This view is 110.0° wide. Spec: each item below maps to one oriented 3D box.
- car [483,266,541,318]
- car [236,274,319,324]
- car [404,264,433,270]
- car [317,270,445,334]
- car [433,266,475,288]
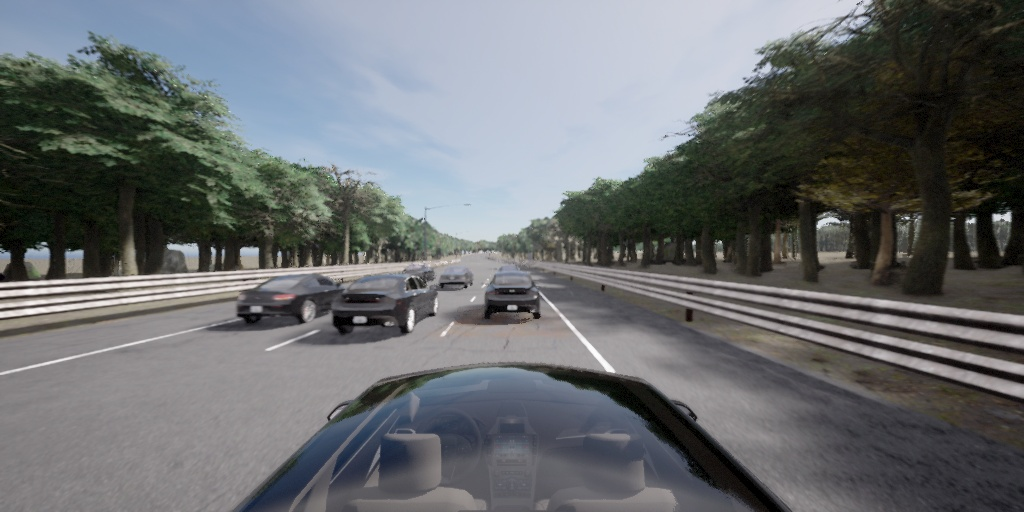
[{"bbox_3d":[-0.001,1.306,13.239,1.837,1.490,4.892,0,0,0],"label":"car"},{"bbox_3d":[-6.997,1.326,12.126,1.812,1.442,4.674,0,-1,0],"label":"car"},{"bbox_3d":[-7.248,1.362,28.144,2.128,1.511,4.902,0,0,-1],"label":"car"},{"bbox_3d":[-3.496,1.292,10.754,1.837,1.490,4.892,0,-1,1],"label":"car"},{"bbox_3d":[-3.690,1.399,24.508,2.033,1.411,5.357,0,0,0],"label":"car"}]
